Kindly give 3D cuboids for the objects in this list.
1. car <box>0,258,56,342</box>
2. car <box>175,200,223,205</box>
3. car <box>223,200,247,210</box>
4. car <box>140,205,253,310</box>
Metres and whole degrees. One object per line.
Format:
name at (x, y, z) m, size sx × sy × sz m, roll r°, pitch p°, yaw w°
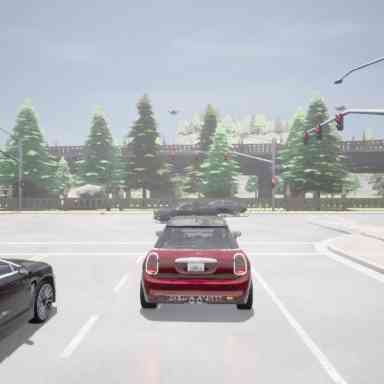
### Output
car at (-3.434, 1.492, 4.259) m, size 2.128 × 1.511 × 4.902 m, roll 0°, pitch 0°, yaw 0°
car at (-0.483, 1.466, 24.185) m, size 4.892 × 1.490 × 1.837 m, roll -1°, pitch -1°, yaw -27°
car at (2.467, 1.436, 29.984) m, size 4.902 × 1.511 × 2.128 m, roll 0°, pitch 0°, yaw 1°
car at (0.146, 1.352, 8.010) m, size 2.097 × 1.767 × 4.553 m, roll 0°, pitch 0°, yaw 2°
